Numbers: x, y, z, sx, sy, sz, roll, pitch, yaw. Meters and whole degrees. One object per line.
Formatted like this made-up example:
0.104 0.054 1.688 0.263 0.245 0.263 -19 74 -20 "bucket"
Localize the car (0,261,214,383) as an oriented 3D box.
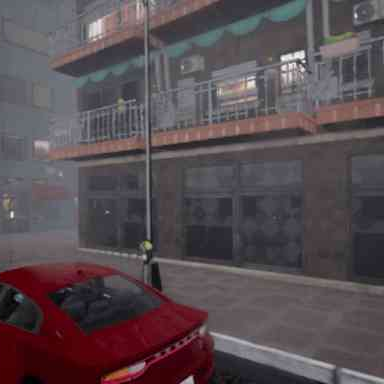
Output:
-1.874 1.584 4.219 4.507 1.381 1.887 -1 -1 35 "car"
